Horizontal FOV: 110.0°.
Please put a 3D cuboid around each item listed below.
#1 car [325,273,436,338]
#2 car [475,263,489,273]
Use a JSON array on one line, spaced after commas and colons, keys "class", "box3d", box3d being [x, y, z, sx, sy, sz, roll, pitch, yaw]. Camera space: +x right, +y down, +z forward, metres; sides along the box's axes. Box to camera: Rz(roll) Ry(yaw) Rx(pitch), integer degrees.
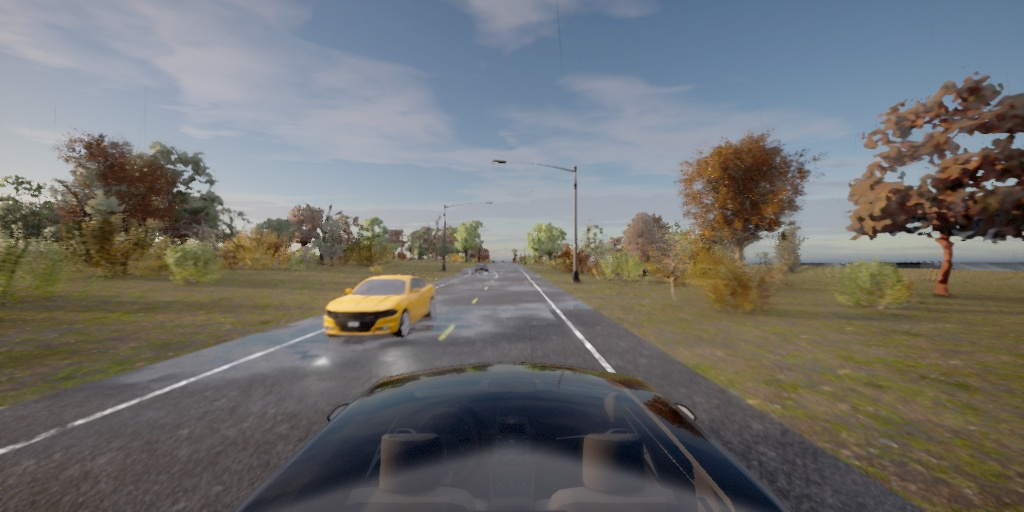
[{"class": "car", "box3d": [-3.600, 1.299, 10.654, 1.882, 1.535, 5.008, 0, 0, 0]}, {"class": "car", "box3d": [-4.512, 1.753, 53.553, 1.994, 1.385, 4.181, 0, 0, -6]}]
